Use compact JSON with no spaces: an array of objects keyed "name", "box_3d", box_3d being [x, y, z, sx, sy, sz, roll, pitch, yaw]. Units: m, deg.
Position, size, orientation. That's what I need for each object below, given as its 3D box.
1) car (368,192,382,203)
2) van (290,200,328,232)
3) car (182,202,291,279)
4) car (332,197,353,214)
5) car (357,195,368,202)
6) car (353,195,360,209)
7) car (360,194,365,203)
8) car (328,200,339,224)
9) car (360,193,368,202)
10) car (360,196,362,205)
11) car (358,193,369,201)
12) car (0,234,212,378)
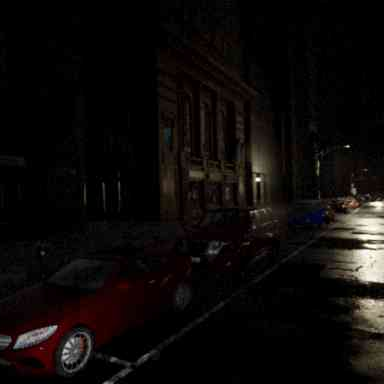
[{"name":"car","box_3d":[36.728,1.156,66.403,2.097,1.767,4.553,-2,-1,30]},{"name":"van","box_3d":[6.941,1.386,20.360,1.690,1.788,3.998,-2,-1,30]},{"name":"car","box_3d":[1.336,1.398,10.660,2.192,1.841,5.009,-2,-1,30]},{"name":"car","box_3d":[15.350,1.432,34.911,1.967,1.590,4.097,-2,-1,30]},{"name":"car","box_3d":[37.771,1.407,73.713,1.887,1.381,4.507,-2,-1,30]},{"name":"car","box_3d":[20.955,1.398,44.612,1.967,1.590,4.097,-2,-1,30]},{"name":"car","box_3d":[26.562,1.491,54.311,1.947,1.339,4.313,-2,-1,30]},{"name":"car","box_3d":[9.662,1.553,25.061,1.752,1.417,4.829,-2,-1,30]},{"name":"car","box_3d":[32.167,1.444,64.012,2.008,1.369,4.403,-2,-1,30]},{"name":"car","box_3d":[23.760,1.524,49.460,1.802,1.307,4.206,-2,-1,30]},{"name":"car","box_3d":[40.569,1.162,78.566,2.192,1.841,5.009,-2,-1,30]},{"name":"car","box_3d":[-1.460,1.684,5.807,1.802,1.307,4.206,-2,-1,30]}]
